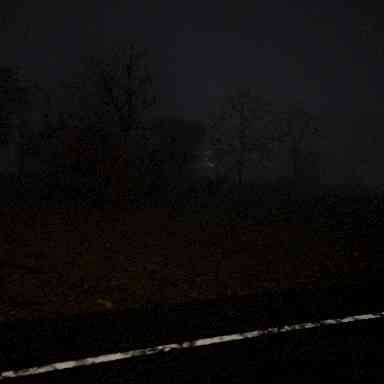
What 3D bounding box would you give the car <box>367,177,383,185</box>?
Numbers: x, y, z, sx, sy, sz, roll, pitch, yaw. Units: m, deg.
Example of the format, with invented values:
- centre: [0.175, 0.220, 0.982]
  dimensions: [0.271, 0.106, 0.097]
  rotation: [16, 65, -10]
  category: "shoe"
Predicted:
- centre: [40.312, -2.568, 72.618]
  dimensions: [2.097, 1.767, 4.553]
  rotation: [1, 4, -16]
  category: "car"
